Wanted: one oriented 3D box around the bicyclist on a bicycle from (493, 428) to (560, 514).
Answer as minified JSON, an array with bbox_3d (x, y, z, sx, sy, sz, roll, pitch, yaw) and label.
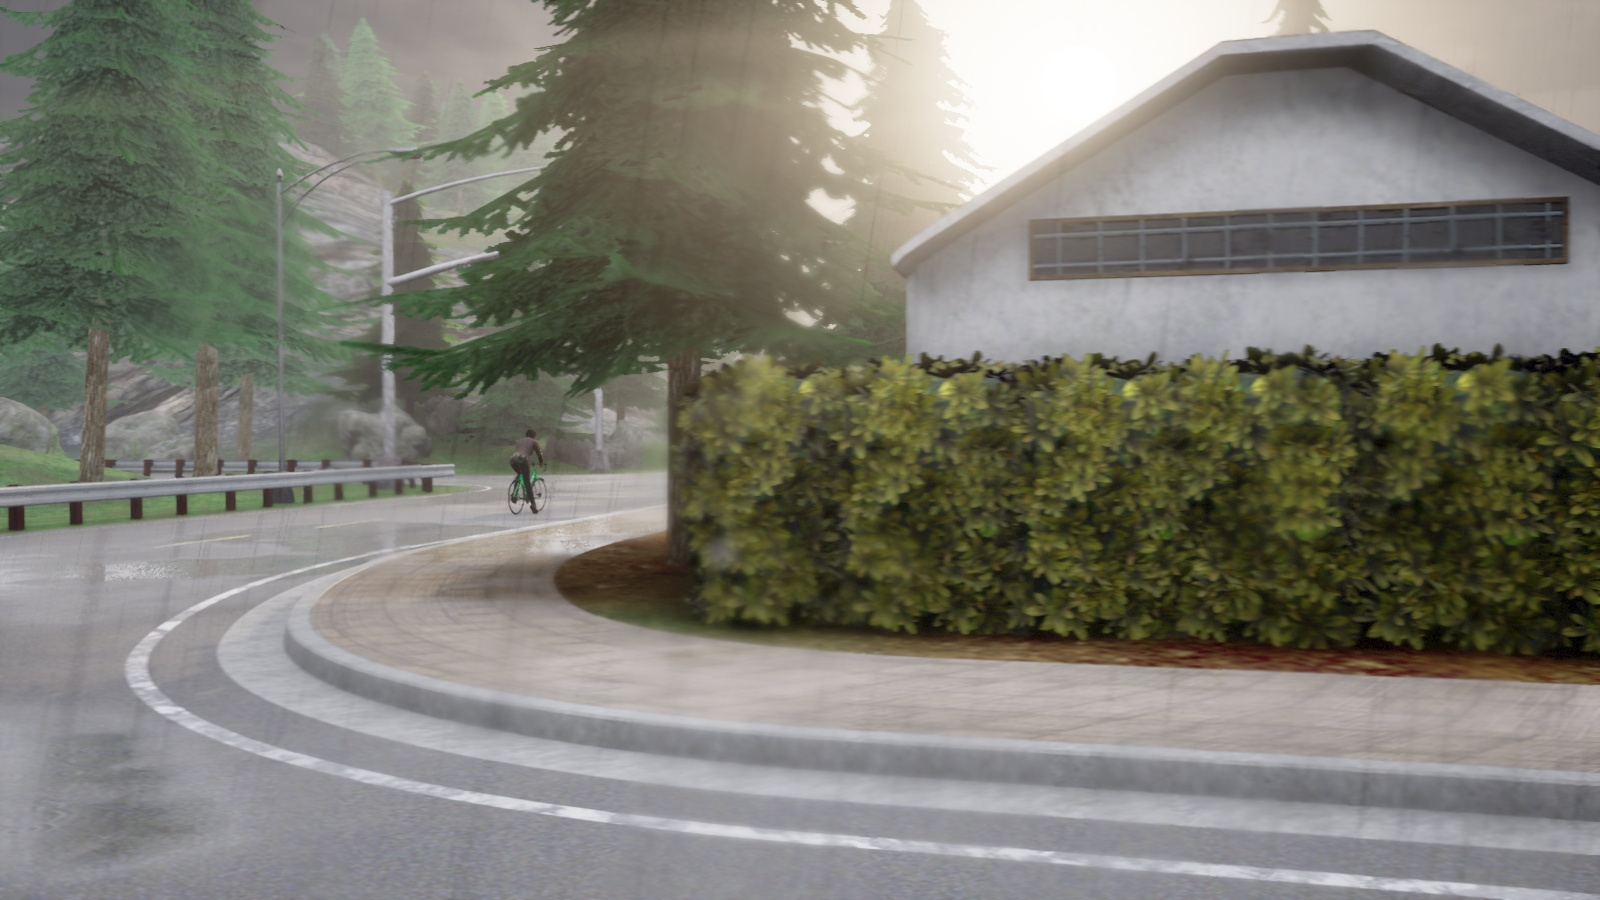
[{"bbox_3d":[-5.288,0.385,24.354,0.582,1.620,1.656,0,1,14],"label":"bicyclist on a bicycle"}]
